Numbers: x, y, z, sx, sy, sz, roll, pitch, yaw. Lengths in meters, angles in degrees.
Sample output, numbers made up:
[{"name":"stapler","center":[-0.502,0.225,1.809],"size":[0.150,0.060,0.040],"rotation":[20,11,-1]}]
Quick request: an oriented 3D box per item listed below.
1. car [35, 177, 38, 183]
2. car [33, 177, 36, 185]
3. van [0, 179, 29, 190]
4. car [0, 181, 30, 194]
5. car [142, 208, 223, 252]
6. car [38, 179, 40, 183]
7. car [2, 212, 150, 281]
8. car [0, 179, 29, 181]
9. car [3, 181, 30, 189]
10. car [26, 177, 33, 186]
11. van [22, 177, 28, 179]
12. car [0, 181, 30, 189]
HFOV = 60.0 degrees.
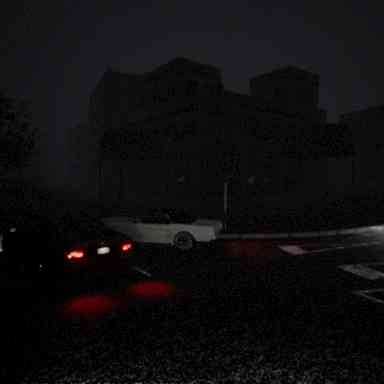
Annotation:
[{"name":"car","center":[-39.618,-2.261,78.471],"size":[4.792,1.488,2.163],"rotation":[-1,3,-19]},{"name":"car","center":[-37.649,-1.967,73.249],"size":[4.892,1.521,2.231],"rotation":[-1,4,-21]},{"name":"van","center":[-32.319,-1.443,60.692],"size":[4.442,1.987,1.878],"rotation":[-1,3,-24]},{"name":"car","center":[-25.474,-0.398,45.923],"size":[4.892,1.521,2.231],"rotation":[-1,3,-26]},{"name":"car","center":[-1.358,1.246,11.840],"size":[4.718,1.301,1.895],"rotation":[0,2,14]},{"name":"car","center":[-41.403,-2.842,83.613],"size":[5.566,2.045,2.435],"rotation":[0,3,-18]},{"name":"car","center":[-3.599,1.277,9.113],"size":[2.033,1.411,5.357],"rotation":[-2,2,-42]},{"name":"car","center":[-26.632,-0.658,48.413],"size":[4.553,1.767,2.185],"rotation":[-1,3,-26]},{"name":"car","center":[-34.589,-1.470,65.666],"size":[4.674,1.452,2.002],"rotation":[-1,3,-22]},{"name":"car","center":[-29.021,-1.052,53.355],"size":[5.566,2.045,2.435],"rotation":[-1,3,-25]},{"name":"van","center":[-27.958,-0.890,50.825],"size":[4.442,1.987,1.878],"rotation":[-1,3,-26]},{"name":"car","center":[-33.694,-1.363,63.083],"size":[5.366,1.575,1.946],"rotation":[-1,3,-23]}]
